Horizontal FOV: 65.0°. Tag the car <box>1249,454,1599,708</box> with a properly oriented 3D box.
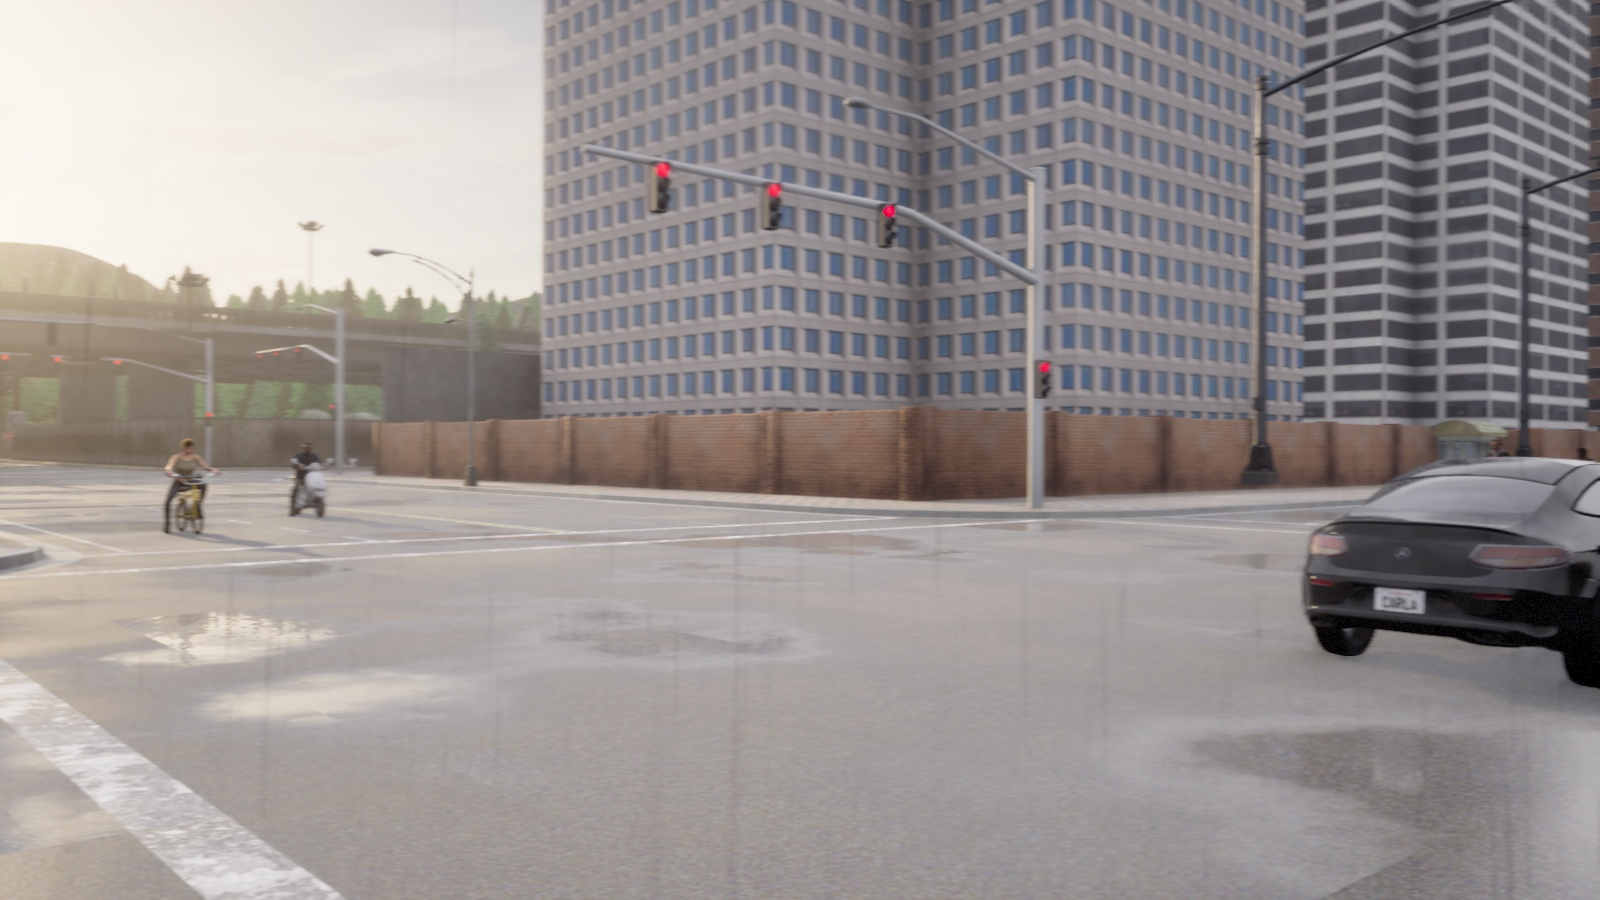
[{"bbox_3d":[5.382,0.758,9.449,4.674,1.442,1.812,0,0,-43],"label":"car"}]

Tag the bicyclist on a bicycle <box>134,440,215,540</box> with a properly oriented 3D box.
[{"bbox_3d":[-10.537,0.649,21.139,0.866,1.612,1.509,0,0,-42],"label":"bicyclist on a bicycle"}]

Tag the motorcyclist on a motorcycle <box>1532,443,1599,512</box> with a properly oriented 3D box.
[{"bbox_3d":[19.034,0.659,31.183,2.350,1.649,0.766,0,0,-41],"label":"motorcyclist on a motorcycle"}]

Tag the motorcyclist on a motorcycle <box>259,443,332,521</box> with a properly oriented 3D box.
[{"bbox_3d":[-10.688,0.659,26.566,0.866,1.590,1.817,0,0,-42],"label":"motorcyclist on a motorcycle"}]
